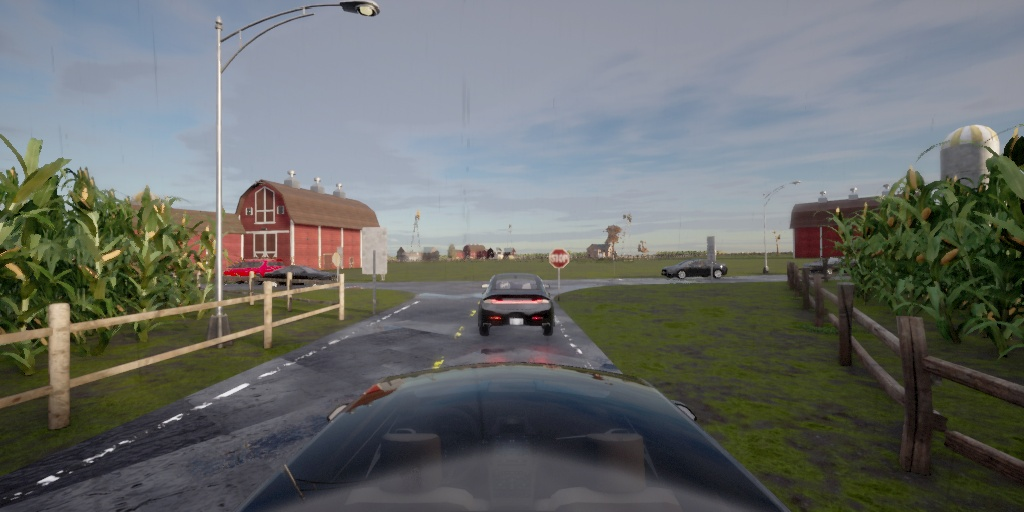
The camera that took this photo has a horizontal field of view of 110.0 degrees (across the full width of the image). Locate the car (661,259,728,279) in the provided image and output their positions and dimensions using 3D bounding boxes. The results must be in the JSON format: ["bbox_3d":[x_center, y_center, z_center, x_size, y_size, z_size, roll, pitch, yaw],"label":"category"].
[{"bbox_3d":[14.202,1.009,28.033,4.892,1.490,1.837,-1,0,-4],"label":"car"}]

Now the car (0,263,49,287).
[{"bbox_3d":[-46.689,1.746,33.481,5.566,2.045,2.150,-1,-1,15],"label":"car"}]

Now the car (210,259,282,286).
[{"bbox_3d":[-21.181,1.320,28.921,5.566,2.045,2.150,-1,-1,6],"label":"car"}]

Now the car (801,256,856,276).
[{"bbox_3d":[26.212,0.775,29.151,5.008,1.535,1.882,-1,0,-7],"label":"car"}]

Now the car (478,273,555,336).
[{"bbox_3d":[0.106,1.243,10.382,2.128,1.511,4.902,0,0,0],"label":"car"}]

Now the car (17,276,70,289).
[{"bbox_3d":[-36.869,1.853,28.400,4.674,1.442,1.812,-1,-1,11],"label":"car"}]

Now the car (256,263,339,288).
[{"bbox_3d":[-14.831,1.439,25.397,5.008,1.535,1.882,-1,-1,5],"label":"car"}]

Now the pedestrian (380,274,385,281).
[{"bbox_3d":[-11.179,1.241,30.987,0.375,1.860,0.375,0,0,4],"label":"pedestrian"}]

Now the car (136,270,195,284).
[{"bbox_3d":[-26.651,1.706,26.663,5.357,1.411,2.033,-1,-1,8],"label":"car"}]
